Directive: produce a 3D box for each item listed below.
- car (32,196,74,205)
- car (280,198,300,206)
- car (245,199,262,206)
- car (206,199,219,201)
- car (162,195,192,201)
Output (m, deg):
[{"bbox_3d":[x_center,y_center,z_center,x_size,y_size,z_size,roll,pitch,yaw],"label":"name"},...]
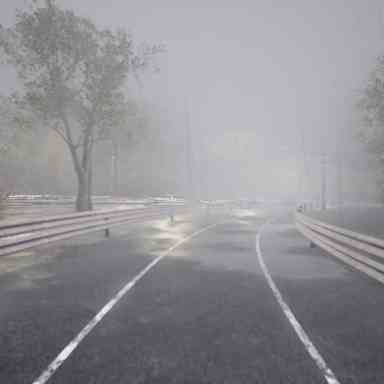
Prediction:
[{"bbox_3d":[-16.936,1.240,40.863,1.837,1.490,4.892,2,0,42],"label":"car"},{"bbox_3d":[23.286,2.401,80.453,2.150,2.045,5.566,2,0,42],"label":"car"},{"bbox_3d":[13.947,2.333,75.291,1.882,1.535,5.008,2,0,42],"label":"car"},{"bbox_3d":[4.665,2.086,70.186,1.994,1.385,4.181,2,0,42],"label":"car"},{"bbox_3d":[-2.275,1.478,51.956,2.150,2.045,5.566,2,0,42],"label":"car"}]
